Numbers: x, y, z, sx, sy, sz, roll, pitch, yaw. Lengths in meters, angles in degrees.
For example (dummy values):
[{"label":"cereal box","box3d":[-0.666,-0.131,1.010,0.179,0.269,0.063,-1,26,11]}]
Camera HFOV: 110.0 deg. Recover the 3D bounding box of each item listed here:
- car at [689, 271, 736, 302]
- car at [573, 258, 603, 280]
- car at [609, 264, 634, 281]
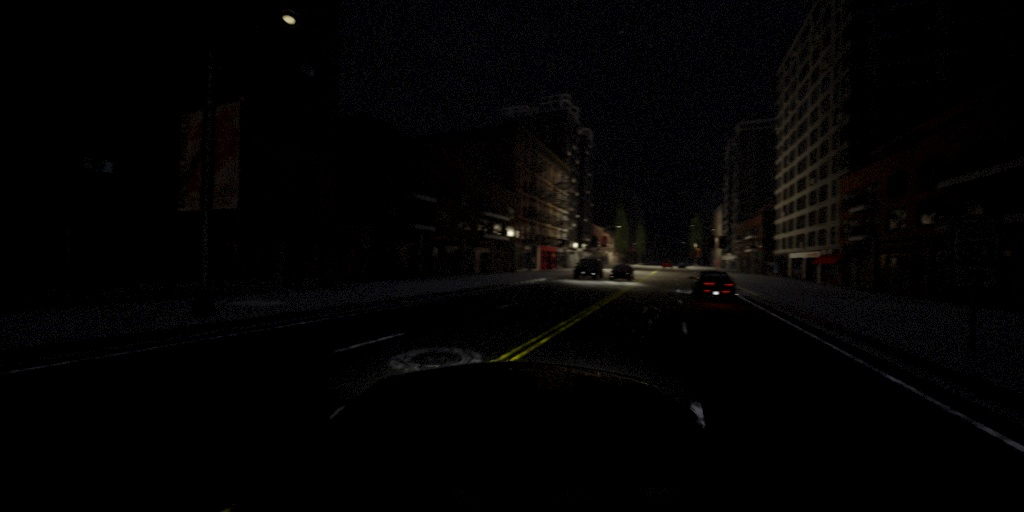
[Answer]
[{"label":"car","box3d":[10.993,1.578,19.757,1.837,1.490,4.892,1,0,24]},{"label":"car","box3d":[7.904,1.263,36.649,2.150,2.045,5.566,1,0,24]},{"label":"car","box3d":[10.873,1.589,35.342,1.882,1.535,5.008,1,0,24]}]
